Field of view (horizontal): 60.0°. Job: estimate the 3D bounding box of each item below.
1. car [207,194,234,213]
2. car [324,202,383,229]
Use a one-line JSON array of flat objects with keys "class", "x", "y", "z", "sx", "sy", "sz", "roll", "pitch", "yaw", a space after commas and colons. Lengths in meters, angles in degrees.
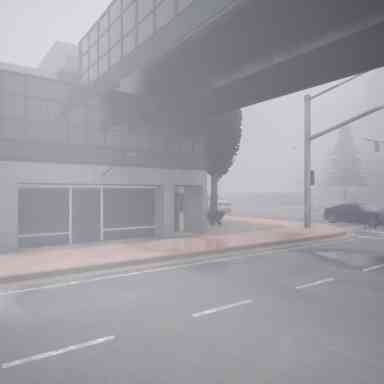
[{"class": "car", "x": 2.051, "y": 1.219, "z": 35.733, "sx": 2.150, "sy": 2.045, "sz": 5.566, "roll": 0, "pitch": 0, "yaw": -36}, {"class": "car", "x": 11.136, "y": 1.477, "z": 22.046, "sx": 1.882, "sy": 1.535, "sz": 5.008, "roll": 0, "pitch": 0, "yaw": -25}]
